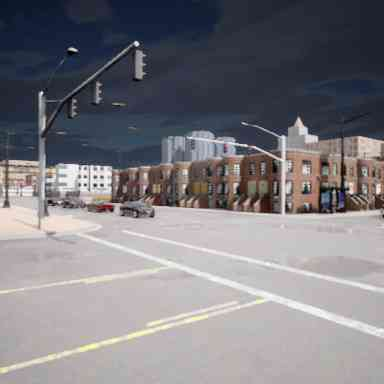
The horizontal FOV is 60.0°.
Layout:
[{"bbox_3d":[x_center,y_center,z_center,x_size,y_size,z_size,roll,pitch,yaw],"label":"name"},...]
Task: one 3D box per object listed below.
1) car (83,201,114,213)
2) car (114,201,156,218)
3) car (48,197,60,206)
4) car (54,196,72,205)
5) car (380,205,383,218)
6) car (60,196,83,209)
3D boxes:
[{"bbox_3d":[-10.641,1.687,38.673,1.895,1.301,4.718,0,0,-36],"label":"car"},{"bbox_3d":[-5.172,1.591,31.104,1.837,1.490,4.892,0,0,-36],"label":"car"},{"bbox_3d":[-22.612,1.578,55.332,2.128,1.511,4.902,0,0,-35],"label":"car"},{"bbox_3d":[-25.251,1.613,65.143,2.128,1.511,4.902,0,0,-36],"label":"car"},{"bbox_3d":[19.909,1.433,31.210,5.566,2.045,2.150,1,0,-36],"label":"car"},{"bbox_3d":[-16.588,1.438,46.921,2.097,1.767,4.553,0,0,-36],"label":"car"}]
